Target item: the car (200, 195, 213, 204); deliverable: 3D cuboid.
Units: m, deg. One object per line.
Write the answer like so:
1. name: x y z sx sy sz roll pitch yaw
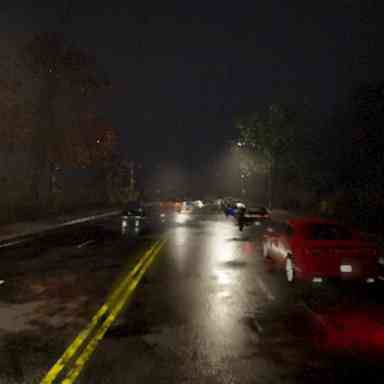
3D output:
1. car: 3.004 1.623 62.814 1.895 1.301 4.718 0 0 5

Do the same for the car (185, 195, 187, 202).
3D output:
1. car: -2.169 1.484 75.722 1.837 1.490 4.892 0 0 6

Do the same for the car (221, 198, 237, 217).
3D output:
1. car: 4.078 1.596 31.449 1.994 1.385 4.181 0 0 3

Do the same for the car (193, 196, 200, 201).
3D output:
1. car: 1.290 1.503 77.422 1.994 1.385 4.181 0 0 6

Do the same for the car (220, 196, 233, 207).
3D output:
1. car: 5.480 1.505 53.253 1.882 1.535 5.008 0 0 5

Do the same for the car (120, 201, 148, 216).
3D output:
1. car: -5.669 1.580 33.471 2.033 1.411 5.357 0 0 3

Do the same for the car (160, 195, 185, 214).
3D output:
1. car: -2.237 1.386 36.470 2.097 1.767 4.553 0 0 3

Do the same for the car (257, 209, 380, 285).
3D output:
1. car: 3.352 1.492 9.614 1.882 1.535 5.008 0 0 1

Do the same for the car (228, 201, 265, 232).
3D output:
1. car: 3.630 1.518 20.535 2.128 1.511 4.902 0 0 2

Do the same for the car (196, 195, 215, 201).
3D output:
1. car: 3.366 1.528 85.303 2.033 1.411 5.357 0 0 -33

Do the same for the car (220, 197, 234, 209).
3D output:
1. car: 4.692 1.385 42.327 2.097 1.767 4.553 0 0 4
